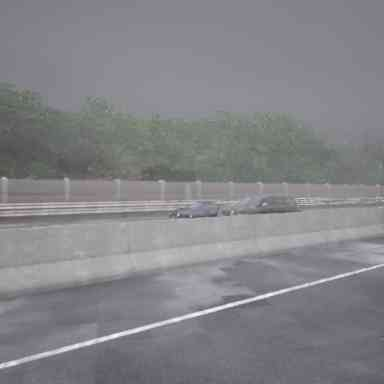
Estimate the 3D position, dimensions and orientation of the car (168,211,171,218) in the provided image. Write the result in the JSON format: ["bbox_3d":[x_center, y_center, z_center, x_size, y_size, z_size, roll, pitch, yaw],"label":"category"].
[{"bbox_3d":[0.838,1.488,25.948,5.357,1.411,2.033,0,0,-35],"label":"car"}]

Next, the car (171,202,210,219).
[{"bbox_3d":[1.306,1.551,22.011,4.718,1.301,1.895,0,0,-35],"label":"car"}]

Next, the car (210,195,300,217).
[{"bbox_3d":[4.044,1.175,19.649,5.566,2.045,2.150,0,0,-35],"label":"car"}]
